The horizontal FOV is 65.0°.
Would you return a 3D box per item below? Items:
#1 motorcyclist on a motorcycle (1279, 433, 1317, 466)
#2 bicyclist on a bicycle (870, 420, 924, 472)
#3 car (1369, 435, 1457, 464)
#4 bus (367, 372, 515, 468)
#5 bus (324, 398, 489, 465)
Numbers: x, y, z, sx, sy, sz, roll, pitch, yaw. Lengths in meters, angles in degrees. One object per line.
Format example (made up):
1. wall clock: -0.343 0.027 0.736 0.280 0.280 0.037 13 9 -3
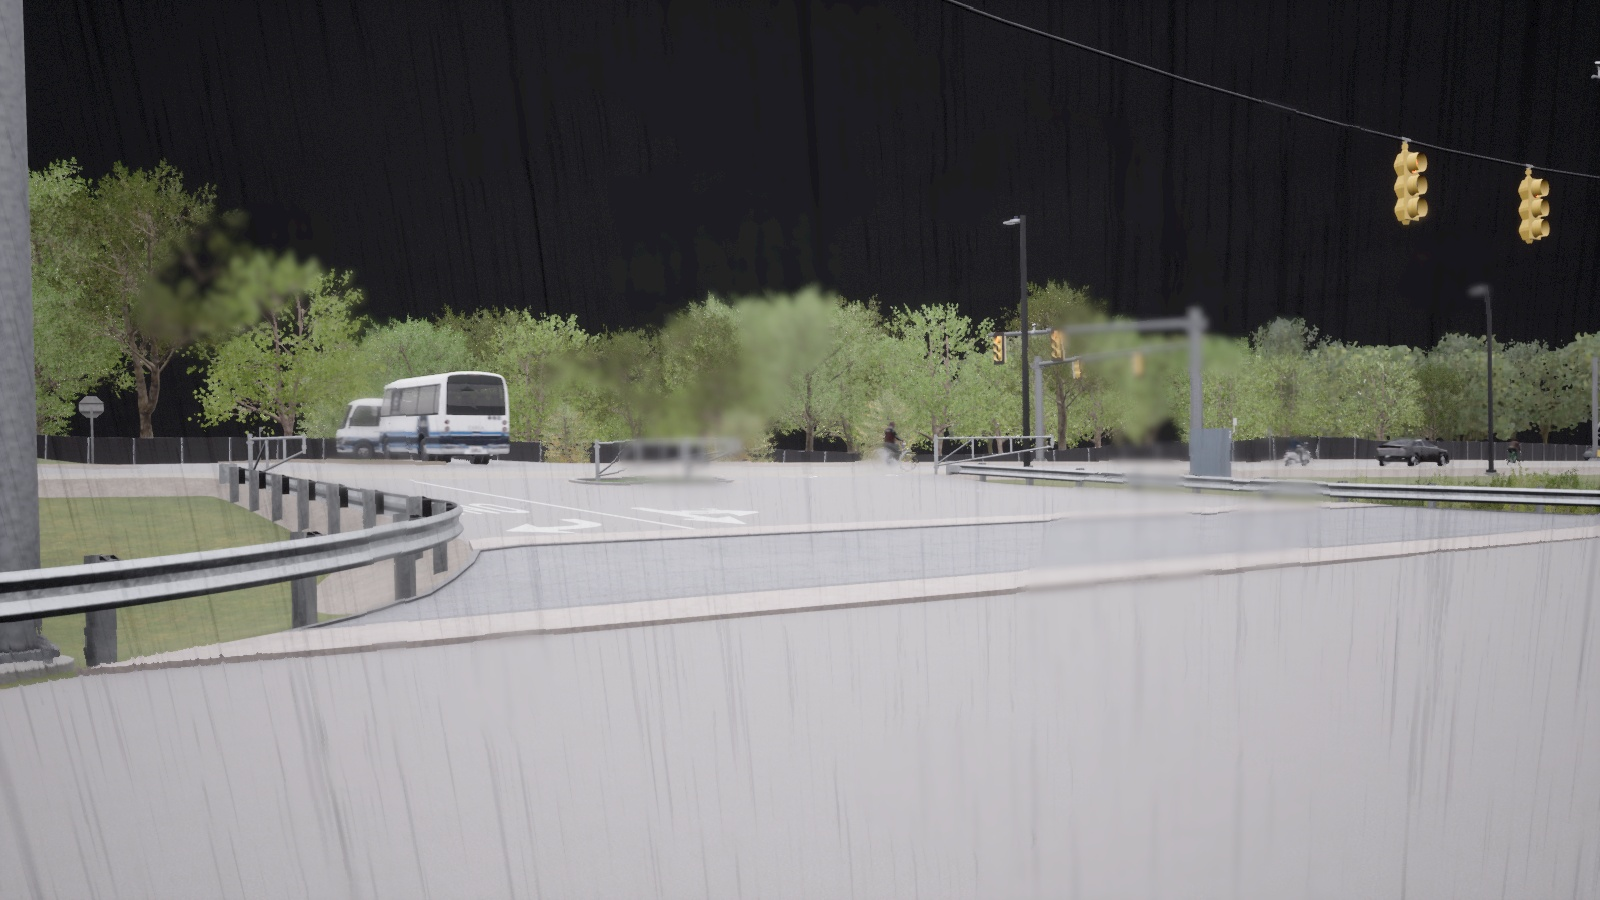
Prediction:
1. motorcyclist on a motorcycle: 24.608 -0.019 62.015 1.817 1.590 0.866 0 0 -34
2. bicyclist on a bicycle: 3.345 -0.122 43.415 1.843 1.776 0.659 0 -1 -34
3. car: 33.085 -0.023 67.744 4.902 1.511 2.128 0 0 -34
4. bus: -17.664 -1.362 61.069 3.944 4.253 10.273 0 0 -34
5. bus: -27.093 -1.161 86.509 10.273 4.253 3.944 1 -1 -26
